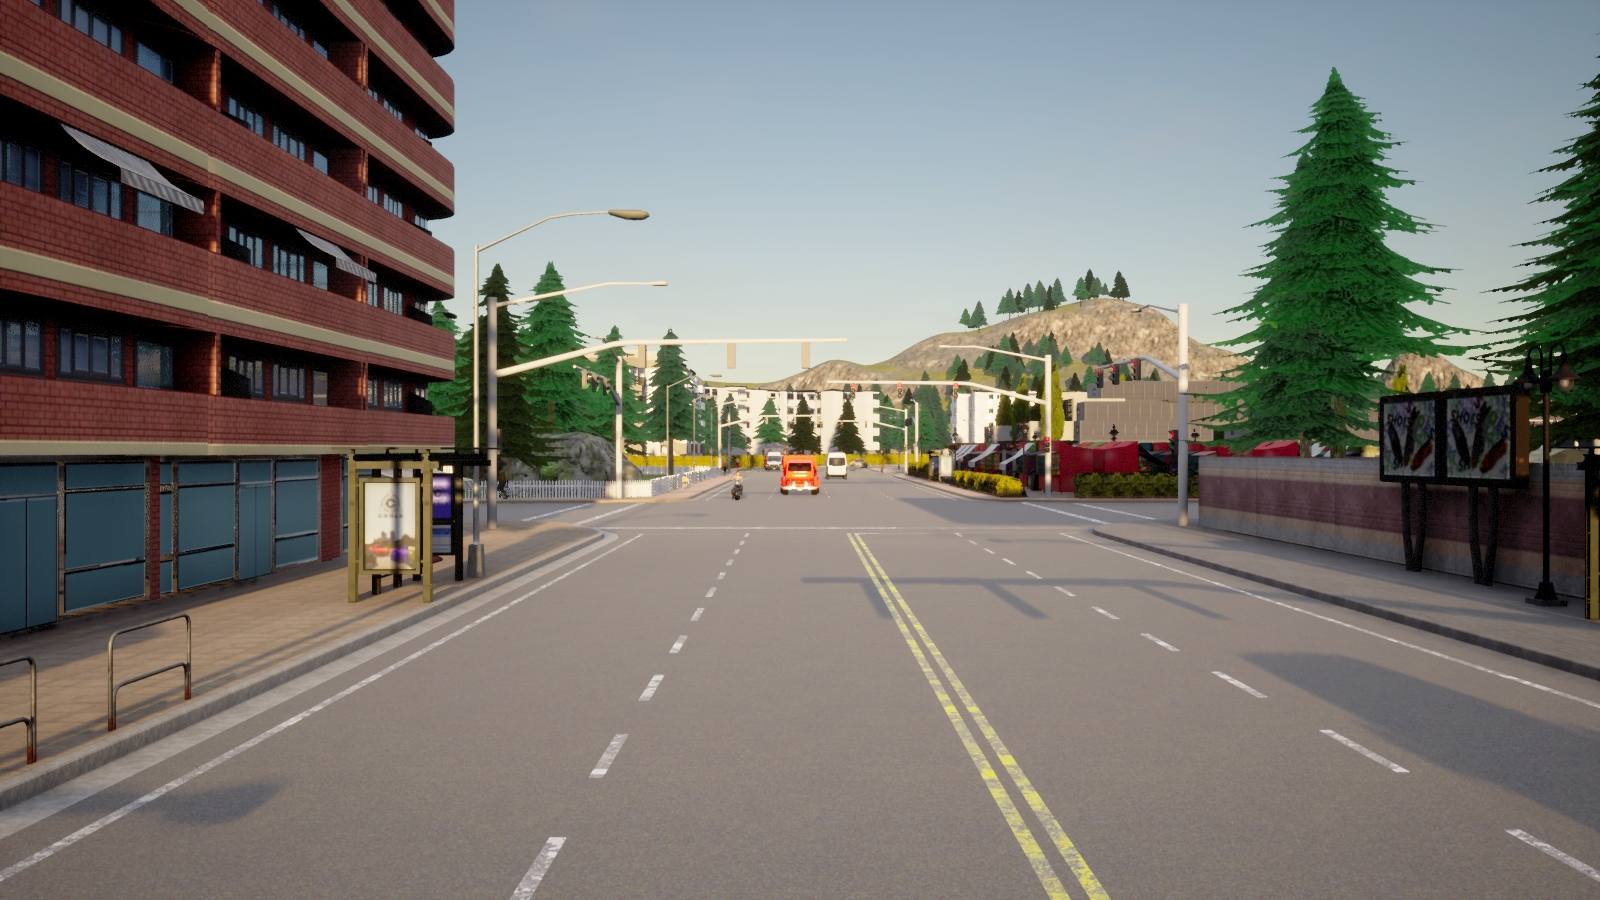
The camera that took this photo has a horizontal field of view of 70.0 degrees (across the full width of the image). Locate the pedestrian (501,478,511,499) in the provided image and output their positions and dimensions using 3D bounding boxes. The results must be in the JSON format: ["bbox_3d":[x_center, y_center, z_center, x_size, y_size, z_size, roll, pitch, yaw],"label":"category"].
[{"bbox_3d":[-15.438,2.024,59.932,0.500,1.100,0.500,0,0,-17],"label":"pedestrian"}]

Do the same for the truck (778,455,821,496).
[{"bbox_3d":[-0.006,1.572,72.542,2.627,2.467,5.204,0,0,0],"label":"truck"}]

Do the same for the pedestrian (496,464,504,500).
[{"bbox_3d":[-15.526,1.644,59.116,0.375,1.860,0.375,0,0,-8],"label":"pedestrian"}]

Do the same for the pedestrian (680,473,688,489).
[{"bbox_3d":[-7.743,2.080,76.477,0.500,1.100,0.500,0,0,-1],"label":"pedestrian"}]
